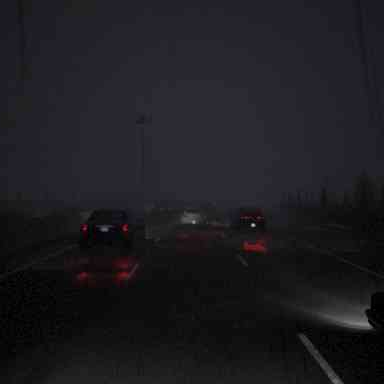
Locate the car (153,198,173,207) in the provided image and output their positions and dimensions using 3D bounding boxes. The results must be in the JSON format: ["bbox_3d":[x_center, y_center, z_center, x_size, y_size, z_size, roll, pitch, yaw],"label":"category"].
[{"bbox_3d":[-5.692,2.041,65.882,1.882,1.535,5.008,0,-1,23],"label":"car"}]

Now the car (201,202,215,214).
[{"bbox_3d":[1.723,1.955,41.552,2.033,1.411,5.357,0,-1,11],"label":"car"}]

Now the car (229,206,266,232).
[{"bbox_3d":[3.617,1.721,21.962,1.837,1.490,4.892,0,-1,0],"label":"car"}]

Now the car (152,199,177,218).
[{"bbox_3d":[-2.756,1.693,34.698,2.097,1.767,4.553,0,-1,5],"label":"car"}]

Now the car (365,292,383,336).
[{"bbox_3d":[3.601,1.575,2.680,2.033,1.411,5.357,0,-1,0],"label":"car"}]

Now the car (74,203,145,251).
[{"bbox_3d":[-3.397,1.501,15.041,2.097,1.767,4.553,0,-1,0],"label":"car"}]

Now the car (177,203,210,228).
[{"bbox_3d":[0.137,1.762,23.993,1.812,1.442,4.674,0,0,1],"label":"car"}]

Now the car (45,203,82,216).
[{"bbox_3d":[-10.410,1.833,27.312,1.994,1.385,4.181,0,-1,2],"label":"car"}]

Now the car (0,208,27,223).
[{"bbox_3d":[-14.015,1.838,24.073,1.895,1.301,4.718,0,-1,1],"label":"car"}]
